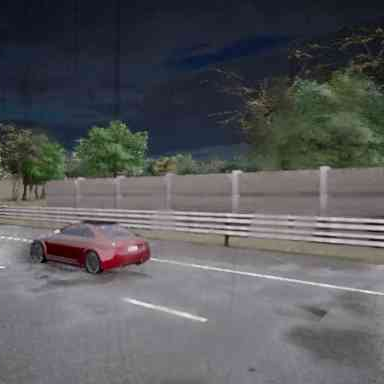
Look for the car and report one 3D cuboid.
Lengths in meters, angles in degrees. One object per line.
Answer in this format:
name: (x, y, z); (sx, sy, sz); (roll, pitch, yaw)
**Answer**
car: (-3.328, 1.606, 10.666); (4.181, 1.385, 1.994); (0, 0, 36)
